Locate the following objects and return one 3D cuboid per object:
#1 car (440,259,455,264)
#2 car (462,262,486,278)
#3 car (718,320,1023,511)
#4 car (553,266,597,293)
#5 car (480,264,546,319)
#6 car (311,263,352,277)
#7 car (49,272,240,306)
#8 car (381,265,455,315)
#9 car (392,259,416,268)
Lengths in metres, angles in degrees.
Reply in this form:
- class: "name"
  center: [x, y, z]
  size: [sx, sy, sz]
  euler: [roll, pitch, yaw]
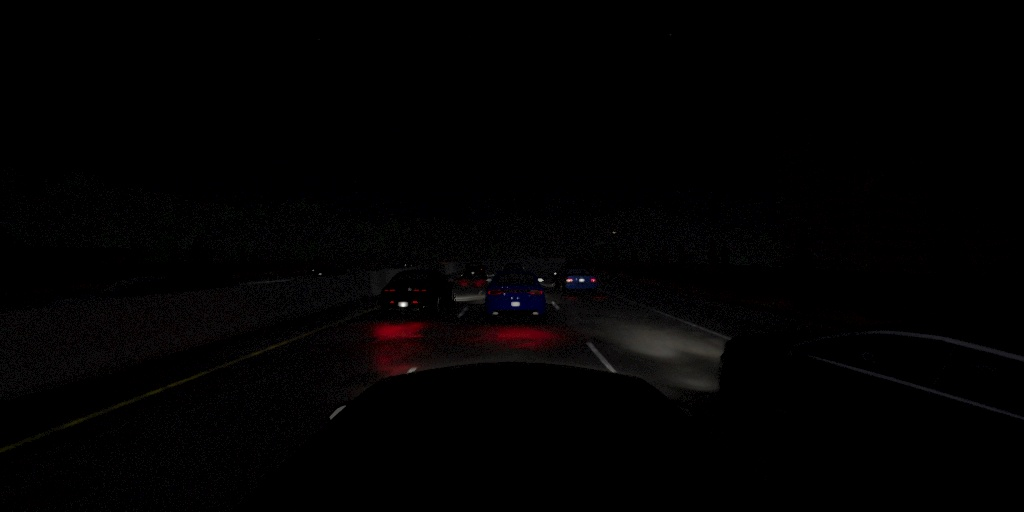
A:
- class: "car"
  center: [-10.463, 1.254, 58.826]
  size: [1.882, 1.535, 5.008]
  euler: [0, 0, 1]
- class: "car"
  center: [-3.402, 1.290, 33.434]
  size: [1.812, 1.442, 4.674]
  euler: [0, 0, 0]
- class: "car"
  center: [3.600, 1.242, 2.726]
  size: [2.128, 1.511, 4.902]
  euler: [0, 0, 0]
- class: "car"
  center: [3.607, 1.306, 21.062]
  size: [2.033, 1.411, 5.357]
  euler: [0, 0, 0]
- class: "car"
  center: [0.104, 1.232, 12.799]
  size: [1.882, 1.535, 5.008]
  euler: [0, 0, 0]
- class: "car"
  center: [-17.567, 1.366, 35.110]
  size: [1.895, 1.301, 4.718]
  euler: [0, 0, 0]
- class: "car"
  center: [-10.596, 1.260, 10.846]
  size: [1.837, 1.490, 4.892]
  euler: [0, 0, 0]
- class: "car"
  center: [-3.395, 1.260, 13.611]
  size: [1.837, 1.490, 4.892]
  euler: [0, 0, 0]
- class: "car"
  center: [-14.027, 1.122, 46.827]
  size: [2.097, 1.767, 4.553]
  euler: [0, 0, 1]
